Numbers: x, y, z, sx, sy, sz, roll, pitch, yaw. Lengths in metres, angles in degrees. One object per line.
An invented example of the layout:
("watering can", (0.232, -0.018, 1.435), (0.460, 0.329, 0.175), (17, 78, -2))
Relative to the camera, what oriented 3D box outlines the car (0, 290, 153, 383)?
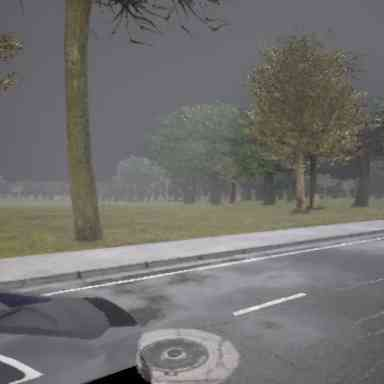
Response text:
("car", (-2.575, 1.493, 1.845), (4.902, 1.511, 2.128), (0, 0, -35))
